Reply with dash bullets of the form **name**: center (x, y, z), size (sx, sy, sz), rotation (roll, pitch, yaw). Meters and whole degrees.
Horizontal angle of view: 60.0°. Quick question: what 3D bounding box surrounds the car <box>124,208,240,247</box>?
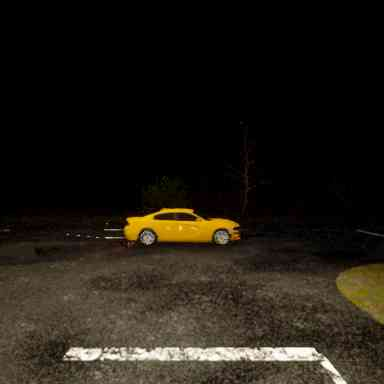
- **car**: center (-0.414, 1.480, 14.587), size (5.008, 1.535, 1.882), rotation (0, 0, -1)
